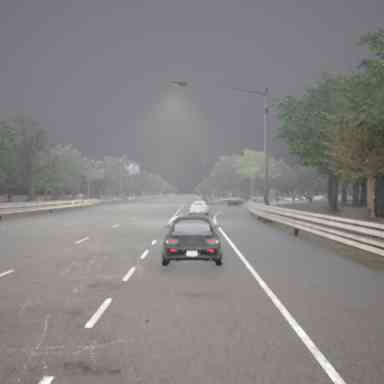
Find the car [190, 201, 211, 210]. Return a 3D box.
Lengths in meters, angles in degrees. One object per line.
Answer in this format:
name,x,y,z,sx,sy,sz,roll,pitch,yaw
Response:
car,0.885,1.676,34.397,1.812,1.442,4.674,0,0,8

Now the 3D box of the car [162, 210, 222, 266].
car,0.006,1.582,11.663,1.812,1.442,4.674,0,0,0

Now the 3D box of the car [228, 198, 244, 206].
car,7.804,1.733,58.504,1.882,1.535,5.008,0,-1,24
